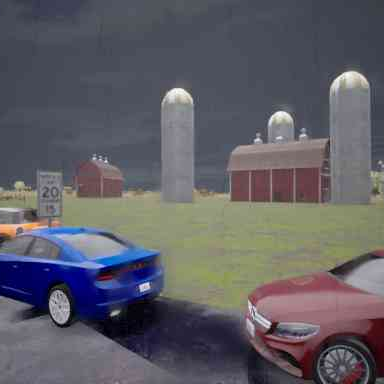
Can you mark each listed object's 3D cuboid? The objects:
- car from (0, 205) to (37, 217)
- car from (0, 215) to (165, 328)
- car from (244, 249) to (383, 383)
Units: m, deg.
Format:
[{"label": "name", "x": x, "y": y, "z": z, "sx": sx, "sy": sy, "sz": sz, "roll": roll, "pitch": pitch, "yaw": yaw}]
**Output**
[{"label": "car", "x": -6.982, "y": 1.364, "z": 12.436, "sx": 4.553, "sy": 1.767, "sz": 2.097, "roll": 0, "pitch": 0, "yaw": 29}, {"label": "car", "x": -2.892, "y": 1.480, "z": 7.054, "sx": 5.008, "sy": 1.535, "sz": 1.882, "roll": 0, "pitch": 0, "yaw": 33}, {"label": "car", "x": 3.080, "y": 1.557, "z": 4.636, "sx": 4.674, "sy": 1.442, "sz": 1.812, "roll": 1, "pitch": 0, "yaw": -7}]
